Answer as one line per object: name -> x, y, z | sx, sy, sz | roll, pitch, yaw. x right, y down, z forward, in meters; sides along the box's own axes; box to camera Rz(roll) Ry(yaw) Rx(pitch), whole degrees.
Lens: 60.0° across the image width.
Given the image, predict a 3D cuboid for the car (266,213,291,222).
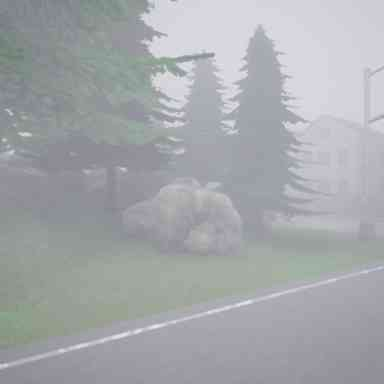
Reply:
car -> 5.898, 1.307, 27.657 | 2.150, 2.045, 5.566 | 0, 0, -35
